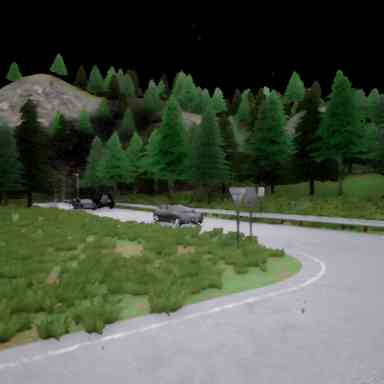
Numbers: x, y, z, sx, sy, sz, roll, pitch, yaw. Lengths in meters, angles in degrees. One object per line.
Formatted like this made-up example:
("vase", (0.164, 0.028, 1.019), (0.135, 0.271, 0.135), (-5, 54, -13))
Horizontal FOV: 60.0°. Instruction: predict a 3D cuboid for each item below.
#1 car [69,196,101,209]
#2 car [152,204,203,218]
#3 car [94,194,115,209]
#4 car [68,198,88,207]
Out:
("car", (-13.186, 1.629, 40.862), (1.837, 1.490, 4.892), (0, 0, -35))
("car", (-1.099, 1.628, 23.925), (1.837, 1.490, 4.892), (0, 0, -36))
("car", (-12.610, 1.340, 46.273), (2.150, 2.045, 5.566), (0, 0, -35))
("car", (-18.840, 1.719, 54.912), (1.895, 1.301, 4.718), (0, 0, -36))
